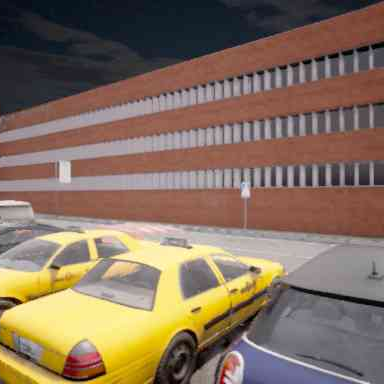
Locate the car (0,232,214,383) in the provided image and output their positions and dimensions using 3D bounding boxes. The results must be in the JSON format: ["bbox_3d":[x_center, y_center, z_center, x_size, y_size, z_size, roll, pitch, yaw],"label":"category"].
[{"bbox_3d":[-0.085,1.480,5.283,1.946,1.575,5.366,0,0,36],"label":"car"}]

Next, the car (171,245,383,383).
[{"bbox_3d":[2.089,1.355,3.465,2.185,1.767,4.553,0,0,36],"label":"car"}]

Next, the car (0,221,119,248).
[{"bbox_3d":[-2.601,1.483,6.623,1.946,1.575,5.366,0,0,36],"label":"car"}]

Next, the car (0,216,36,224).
[{"bbox_3d":[-4.792,1.529,8.417,2.002,1.452,4.674,0,0,36],"label":"car"}]

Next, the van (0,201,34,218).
[{"bbox_3d":[-7.161,1.266,9.962,1.878,1.987,4.442,0,0,36],"label":"van"}]
